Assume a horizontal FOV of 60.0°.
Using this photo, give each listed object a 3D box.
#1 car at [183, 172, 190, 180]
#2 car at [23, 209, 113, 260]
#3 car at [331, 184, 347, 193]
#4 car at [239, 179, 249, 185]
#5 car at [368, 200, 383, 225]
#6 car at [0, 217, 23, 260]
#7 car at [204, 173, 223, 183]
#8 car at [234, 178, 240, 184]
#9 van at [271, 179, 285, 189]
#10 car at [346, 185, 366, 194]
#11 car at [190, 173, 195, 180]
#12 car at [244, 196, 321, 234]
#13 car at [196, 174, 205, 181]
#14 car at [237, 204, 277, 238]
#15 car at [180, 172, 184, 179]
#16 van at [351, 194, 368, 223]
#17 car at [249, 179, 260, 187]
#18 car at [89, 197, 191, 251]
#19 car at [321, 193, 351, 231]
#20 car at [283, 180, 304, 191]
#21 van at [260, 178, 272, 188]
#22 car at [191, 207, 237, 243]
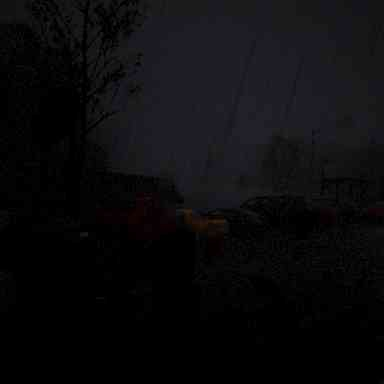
[{"bbox_3d":[0.593,-4.085,90.055,2.185,1.767,4.553,4,1,33],"label":"car"},{"bbox_3d":[-5.576,1.523,12.571,4.792,1.488,2.163,-1,-1,35],"label":"car"},{"bbox_3d":[24.904,-0.426,55.604,2.435,2.045,5.566,7,3,35],"label":"car"},{"bbox_3d":[12.808,-2.043,72.881,2.002,1.452,4.674,7,4,35],"label":"car"},{"bbox_3d":[11.690,1.403,24.645,4.553,1.767,2.185,-1,-1,35],"label":"car"},{"bbox_3d":[-7.997,1.493,10.825,4.892,1.521,2.231,-1,-1,35],"label":"car"},{"bbox_3d":[5.965,-3.176,82.857,1.946,1.575,5.366,7,3,34],"label":"car"},{"bbox_3d":[11.066,-2.317,75.344,2.002,1.452,4.674,7,3,35],"label":"car"},{"bbox_3d":[17.939,-1.491,65.355,1.878,1.987,4.442,7,4,35],"label":"van"},{"bbox_3d":[26.594,0.136,53.131,2.002,1.452,4.674,7,3,35],"label":"car"},{"bbox_3d":[2.322,-3.850,87.584,2.185,1.767,4.553,6,3,34],"label":"car"},{"bbox_3d":[4.226,1.262,19.524,5.566,2.045,2.435,-1,-1,35],"label":"car"},{"bbox_3d":[4.115,-3.699,85.117,2.435,2.045,5.566,7,3,34],"label":"car"},{"bbox_3d":[1.798,1.548,17.767,4.674,1.452,2.002,-1,-1,35],"label":"car"},{"bbox_3d":[-1.177,-4.362,92.403,2.435,2.045,5.566,1,-1,34],"label":"car"},{"bbox_3d":[9.280,1.296,22.896,4.442,1.987,1.878,-1,-1,35],"label":"van"},{"bbox_3d":[14.638,-1.812,70.560,1.946,1.575,5.366,7,3,35],"label":"car"},{"bbox_3d":[-3.130,1.247,14.315,5.566,2.045,2.435,-1,-1,35],"label":"car"},{"bbox_3d":[6.740,1.267,21.227,5.566,2.045,2.435,-1,-1,35],"label":"car"},{"bbox_3d":[19.697,-0.992,62.992,2.231,1.521,4.892,7,3,35],"label":"car"},{"bbox_3d":[16.211,-1.764,67.828,1.878,1.987,4.442,7,4,35],"label":"van"},{"bbox_3d":[-0.809,1.502,16.141,5.366,1.575,1.946,-1,-1,35],"label":"car"}]
